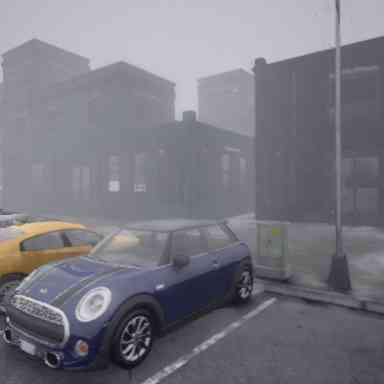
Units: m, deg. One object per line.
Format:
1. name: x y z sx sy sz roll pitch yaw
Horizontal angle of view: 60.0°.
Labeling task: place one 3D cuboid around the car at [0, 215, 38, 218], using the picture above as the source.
1. car: -3.084 1.423 7.597 2.097 1.535 5.008 1 0 36

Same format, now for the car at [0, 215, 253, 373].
1. car: -0.707 1.322 5.926 2.185 1.767 4.553 1 0 36

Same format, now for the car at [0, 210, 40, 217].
1. car: -5.229 1.401 9.160 2.231 1.521 4.892 1 0 36

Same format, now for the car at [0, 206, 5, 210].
1. car: -9.630 1.349 12.559 1.946 1.575 5.366 1 0 36
